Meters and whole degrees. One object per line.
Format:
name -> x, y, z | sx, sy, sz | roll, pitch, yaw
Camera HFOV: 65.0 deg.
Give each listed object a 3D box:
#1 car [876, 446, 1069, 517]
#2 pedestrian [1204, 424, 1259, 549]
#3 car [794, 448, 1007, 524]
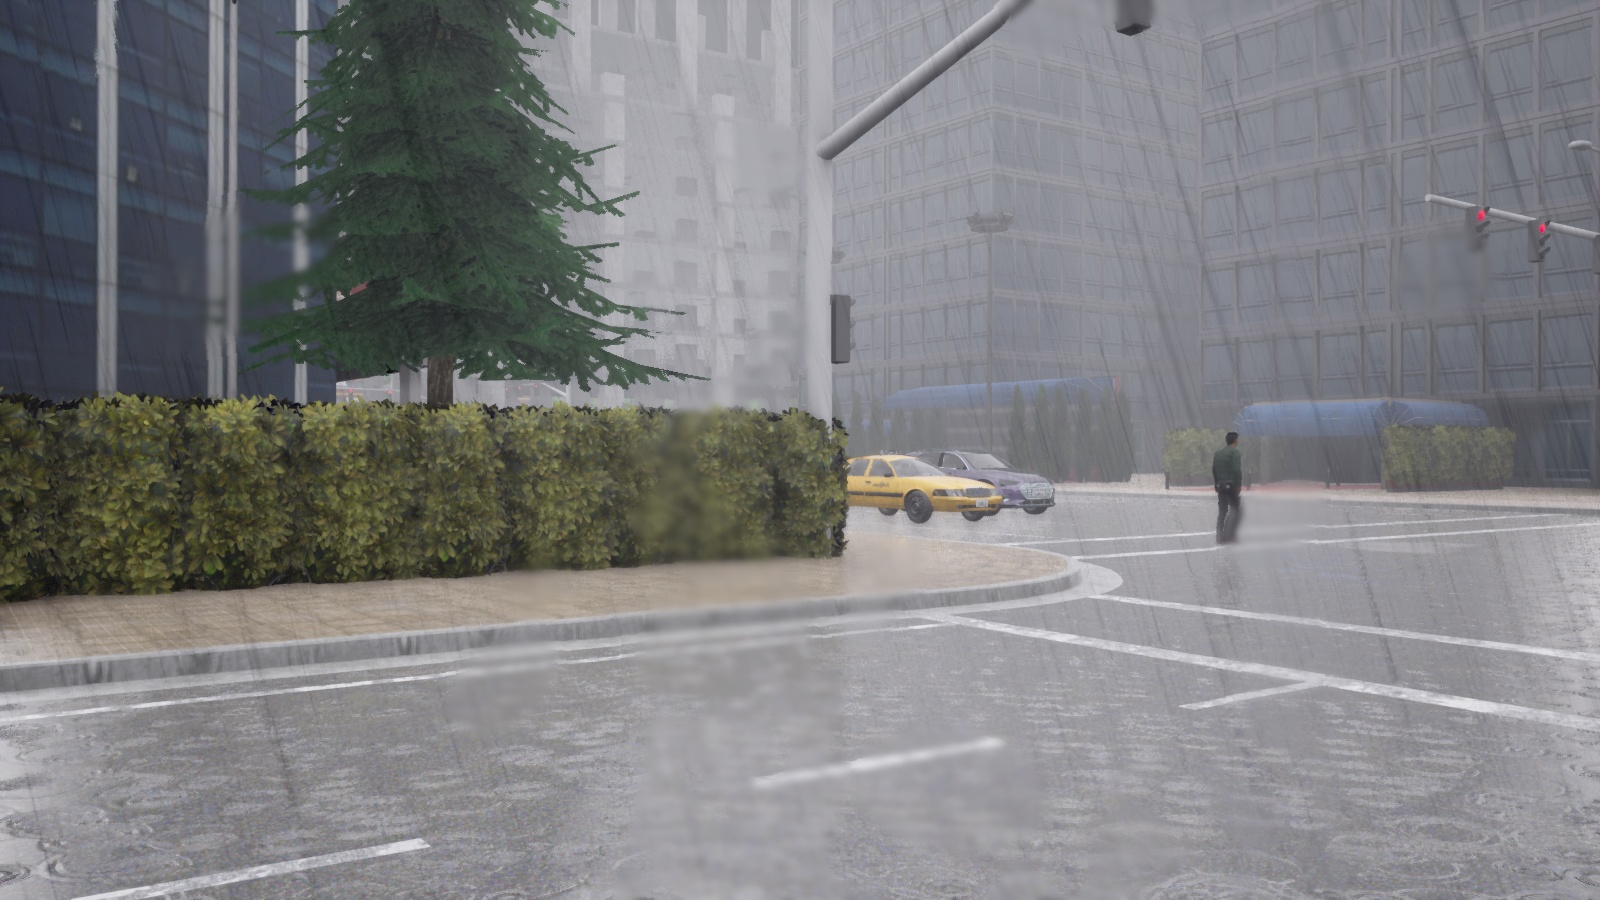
car -> 4.245, 0.743, 31.635 | 2.033, 1.649, 4.856 | 0, 0, -35
pedestrian -> 6.886, 0.574, 20.040 | 0.788, 1.949, 0.423 | 0, 0, -31
car -> 2.141, 0.749, 28.553 | 1.801, 1.575, 5.366 | 0, 0, -35
